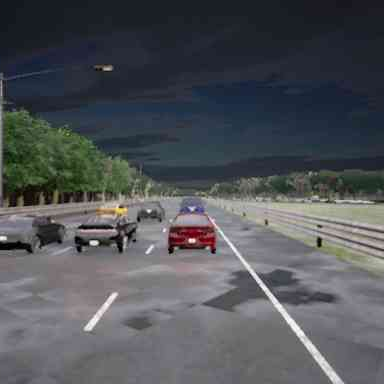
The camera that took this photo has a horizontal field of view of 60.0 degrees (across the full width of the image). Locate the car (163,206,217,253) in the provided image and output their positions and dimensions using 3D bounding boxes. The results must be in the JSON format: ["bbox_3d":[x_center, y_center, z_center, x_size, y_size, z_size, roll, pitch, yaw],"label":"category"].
[{"bbox_3d":[0.010,1.615,14.475,1.882,1.535,5.008,0,0,0],"label":"car"}]

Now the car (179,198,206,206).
[{"bbox_3d":[0.011,1.496,29.010,2.150,2.045,5.566,0,0,0],"label":"car"}]

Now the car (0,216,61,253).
[{"bbox_3d":[-6.992,1.700,14.309,1.994,1.385,4.181,0,0,0],"label":"car"}]

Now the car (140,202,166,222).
[{"bbox_3d":[-3.488,1.630,29.082,2.097,1.767,4.553,0,-1,0],"label":"car"}]

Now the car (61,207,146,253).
[{"bbox_3d":[-3.491,1.628,14.296,2.128,1.511,4.902,0,0,0],"label":"car"}]

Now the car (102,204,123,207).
[{"bbox_3d":[-6.985,1.761,29.481,1.882,1.535,5.008,0,0,0],"label":"car"}]
